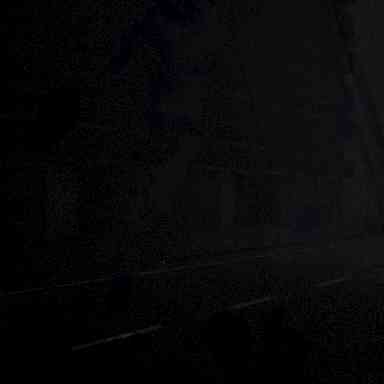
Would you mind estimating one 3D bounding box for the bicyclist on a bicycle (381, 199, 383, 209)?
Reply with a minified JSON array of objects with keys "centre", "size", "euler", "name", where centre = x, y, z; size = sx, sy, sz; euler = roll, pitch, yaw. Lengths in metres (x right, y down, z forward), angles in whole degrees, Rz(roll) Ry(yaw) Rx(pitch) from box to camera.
[{"centre":[30.081,1.900,52.105],"size":[1.656,1.620,0.582],"euler":[0,0,-35],"name":"bicyclist on a bicycle"}]
